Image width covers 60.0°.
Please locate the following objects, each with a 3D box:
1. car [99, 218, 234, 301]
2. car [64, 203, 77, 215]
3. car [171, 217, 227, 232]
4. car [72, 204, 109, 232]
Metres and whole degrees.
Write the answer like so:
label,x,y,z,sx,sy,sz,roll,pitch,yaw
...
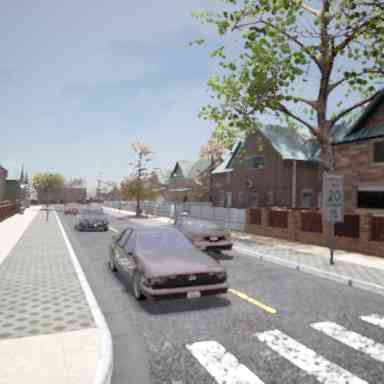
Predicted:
label,x,y,z,sx,sy,sz,roll,pitch,yaw
car,-1.000,1.663,8.985,2.033,1.411,5.357,2,-1,-23
car,-15.346,2.135,42.629,1.812,1.442,4.674,2,-2,-23
car,-0.184,1.804,14.558,2.033,1.411,5.357,2,-1,-23
car,-6.848,1.807,22.606,1.837,1.490,4.892,2,-1,-23
